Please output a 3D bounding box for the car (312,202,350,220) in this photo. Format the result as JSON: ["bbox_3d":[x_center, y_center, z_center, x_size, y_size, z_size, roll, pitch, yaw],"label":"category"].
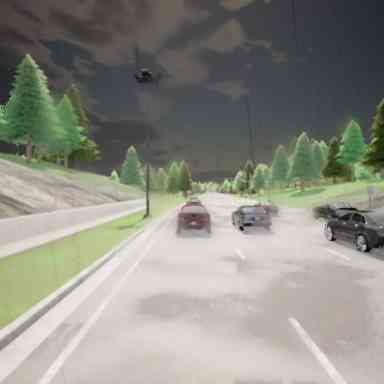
[{"bbox_3d":[10.608,1.470,24.959,2.128,1.511,4.902,0,0,0],"label":"car"}]

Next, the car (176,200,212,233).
[{"bbox_3d":[0.103,1.461,19.569,1.882,1.535,5.008,0,0,0],"label":"car"}]

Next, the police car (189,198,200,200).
[{"bbox_3d":[0.288,1.471,38.862,2.038,1.542,4.974,0,0,1],"label":"police car"}]

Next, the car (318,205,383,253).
[{"bbox_3d":[7.102,1.493,13.558,1.837,1.490,4.892,0,0,0],"label":"car"}]

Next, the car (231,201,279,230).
[{"bbox_3d":[3.604,1.529,20.764,2.033,1.411,5.357,0,0,0],"label":"car"}]

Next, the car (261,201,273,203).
[{"bbox_3d":[7.155,1.572,32.971,1.895,1.301,4.718,0,0,1],"label":"car"}]
